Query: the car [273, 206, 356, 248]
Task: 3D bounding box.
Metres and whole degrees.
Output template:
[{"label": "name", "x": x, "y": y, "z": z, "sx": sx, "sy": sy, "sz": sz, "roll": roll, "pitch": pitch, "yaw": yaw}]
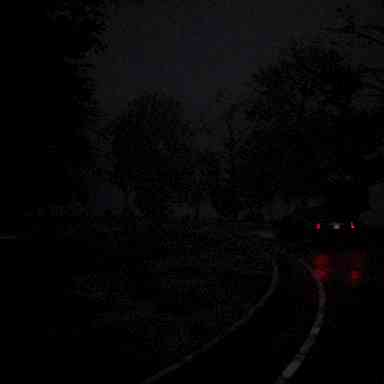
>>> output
[{"label": "car", "x": 5.666, "y": 1.513, "z": 16.012, "sx": 2.097, "sy": 1.767, "sz": 4.553, "roll": -1, "pitch": -1, "yaw": -11}]
